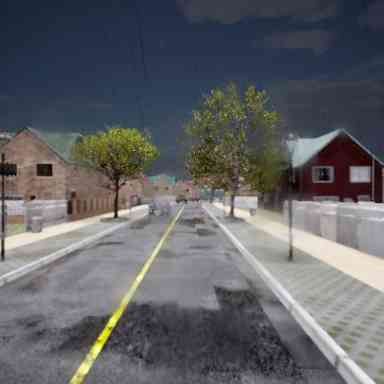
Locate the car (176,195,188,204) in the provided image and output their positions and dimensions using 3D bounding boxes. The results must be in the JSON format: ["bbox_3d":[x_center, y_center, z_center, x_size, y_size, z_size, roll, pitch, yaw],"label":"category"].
[{"bbox_3d":[-2.152,1.622,72.485,2.150,2.045,5.566,0,-1,3],"label":"car"}]

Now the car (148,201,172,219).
[{"bbox_3d":[-2.848,1.574,30.065,2.128,1.511,4.902,0,0,0],"label":"car"}]
